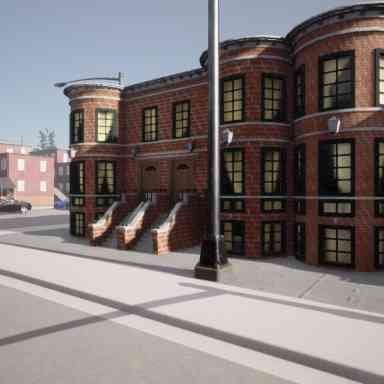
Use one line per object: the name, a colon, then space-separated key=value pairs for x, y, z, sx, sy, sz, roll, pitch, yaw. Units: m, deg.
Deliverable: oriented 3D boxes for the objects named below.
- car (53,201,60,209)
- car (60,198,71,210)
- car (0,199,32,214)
car: x=-15.740 y=1.478 z=43.847 sx=1.882 sy=1.535 sz=5.008 roll=0 pitch=0 yaw=35
car: x=-13.338 y=1.599 z=41.185 sx=1.895 sy=1.301 sz=4.718 roll=0 pitch=0 yaw=36
car: x=-18.780 y=1.492 z=33.586 sx=2.128 sy=1.511 sz=4.902 roll=0 pitch=0 yaw=36
